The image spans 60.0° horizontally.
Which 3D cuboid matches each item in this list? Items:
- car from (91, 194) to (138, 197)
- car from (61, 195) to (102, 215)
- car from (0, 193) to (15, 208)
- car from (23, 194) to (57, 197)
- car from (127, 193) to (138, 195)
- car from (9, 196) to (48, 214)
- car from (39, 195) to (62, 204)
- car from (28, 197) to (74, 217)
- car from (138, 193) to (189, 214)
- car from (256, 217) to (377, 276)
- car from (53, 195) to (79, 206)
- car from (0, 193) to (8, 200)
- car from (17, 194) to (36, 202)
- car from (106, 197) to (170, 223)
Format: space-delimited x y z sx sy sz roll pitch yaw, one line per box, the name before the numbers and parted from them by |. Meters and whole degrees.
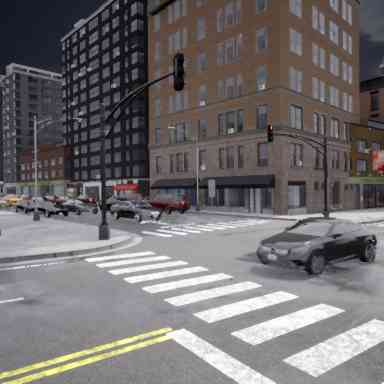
car | -7.709 1.249 32.841 1.882 1.535 5.008 -1 1 -44
car | -10.622 1.336 31.263 1.812 1.442 4.674 -1 1 -44
car | -23.810 1.248 40.902 1.752 1.417 4.829 0 1 -44
car | -17.548 1.258 38.411 1.812 1.442 4.674 -1 1 -44
car | -6.309 1.044 35.113 2.192 1.841 5.009 0 1 -44
car | -16.258 1.375 33.124 1.947 1.339 4.313 0 1 -44
car | -21.656 1.136 50.922 1.802 1.307 4.206 0 1 -44
car | -12.422 1.417 29.173 1.947 1.339 4.313 0 1 -44
car | -2.473 1.086 31.161 2.192 1.841 5.009 0 1 -44
car | 4.134 1.555 10.635 4.674 1.442 1.812 0 0 -36
car | -17.820 1.181 46.970 1.802 1.307 4.206 0 1 -44
car | -40.838 0.885 70.680 1.947 1.339 4.313 0 1 -44
car | -29.328 1.044 58.825 1.802 1.307 4.206 0 1 -44
car | -4.207 1.372 24.657 2.128 1.511 4.902 -1 1 -44
